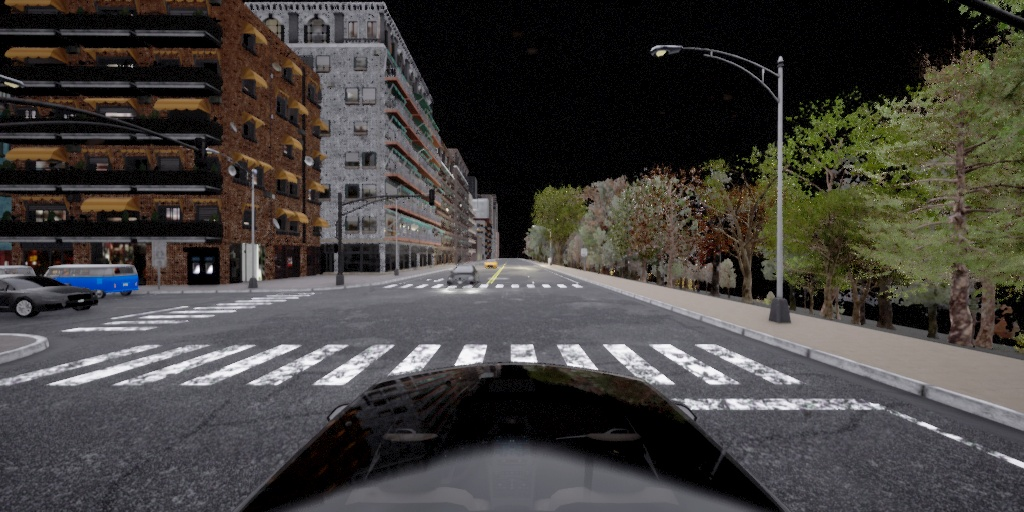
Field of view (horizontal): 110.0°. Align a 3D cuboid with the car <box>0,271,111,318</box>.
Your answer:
[{"bbox_3d":[-18.835,1.486,13.655,4.892,1.490,1.837,-1,0,0],"label":"car"}]

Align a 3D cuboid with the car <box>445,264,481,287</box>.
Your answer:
[{"bbox_3d":[-3.267,1.334,24.787,1.812,1.442,4.674,0,1,0],"label":"car"}]

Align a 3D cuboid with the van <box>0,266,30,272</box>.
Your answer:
[{"bbox_3d":[-28.337,1.424,19.287,3.998,1.789,1.690,0,0,-1],"label":"van"}]

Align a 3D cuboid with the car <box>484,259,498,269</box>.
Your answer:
[{"bbox_3d":[-3.301,1.287,56.623,1.882,1.535,5.008,0,1,0],"label":"car"}]

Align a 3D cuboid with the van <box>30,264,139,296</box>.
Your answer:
[{"bbox_3d":[-22.735,1.351,19.370,3.998,1.789,1.690,0,0,-1],"label":"van"}]
